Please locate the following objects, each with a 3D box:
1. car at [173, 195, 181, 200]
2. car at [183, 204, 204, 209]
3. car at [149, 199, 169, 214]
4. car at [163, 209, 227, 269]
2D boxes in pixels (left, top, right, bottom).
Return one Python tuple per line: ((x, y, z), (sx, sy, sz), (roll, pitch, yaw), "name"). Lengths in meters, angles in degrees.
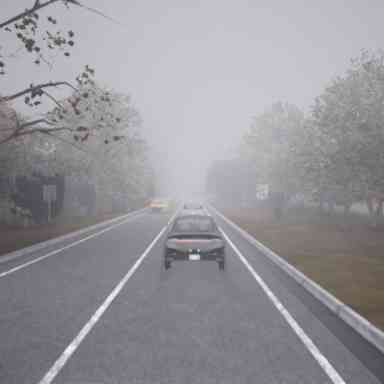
((-3.494, 1.454, 78.398), (1.837, 1.490, 4.892), (0, 0, 0), "car")
((0.095, 1.694, 29.054), (1.895, 1.301, 4.718), (0, 0, 0), "car")
((-3.593, 1.568, 36.995), (1.882, 1.535, 5.008), (0, 0, 0), "car")
((0.084, 1.545, 11.358), (2.128, 1.511, 4.902), (0, 0, 0), "car")
